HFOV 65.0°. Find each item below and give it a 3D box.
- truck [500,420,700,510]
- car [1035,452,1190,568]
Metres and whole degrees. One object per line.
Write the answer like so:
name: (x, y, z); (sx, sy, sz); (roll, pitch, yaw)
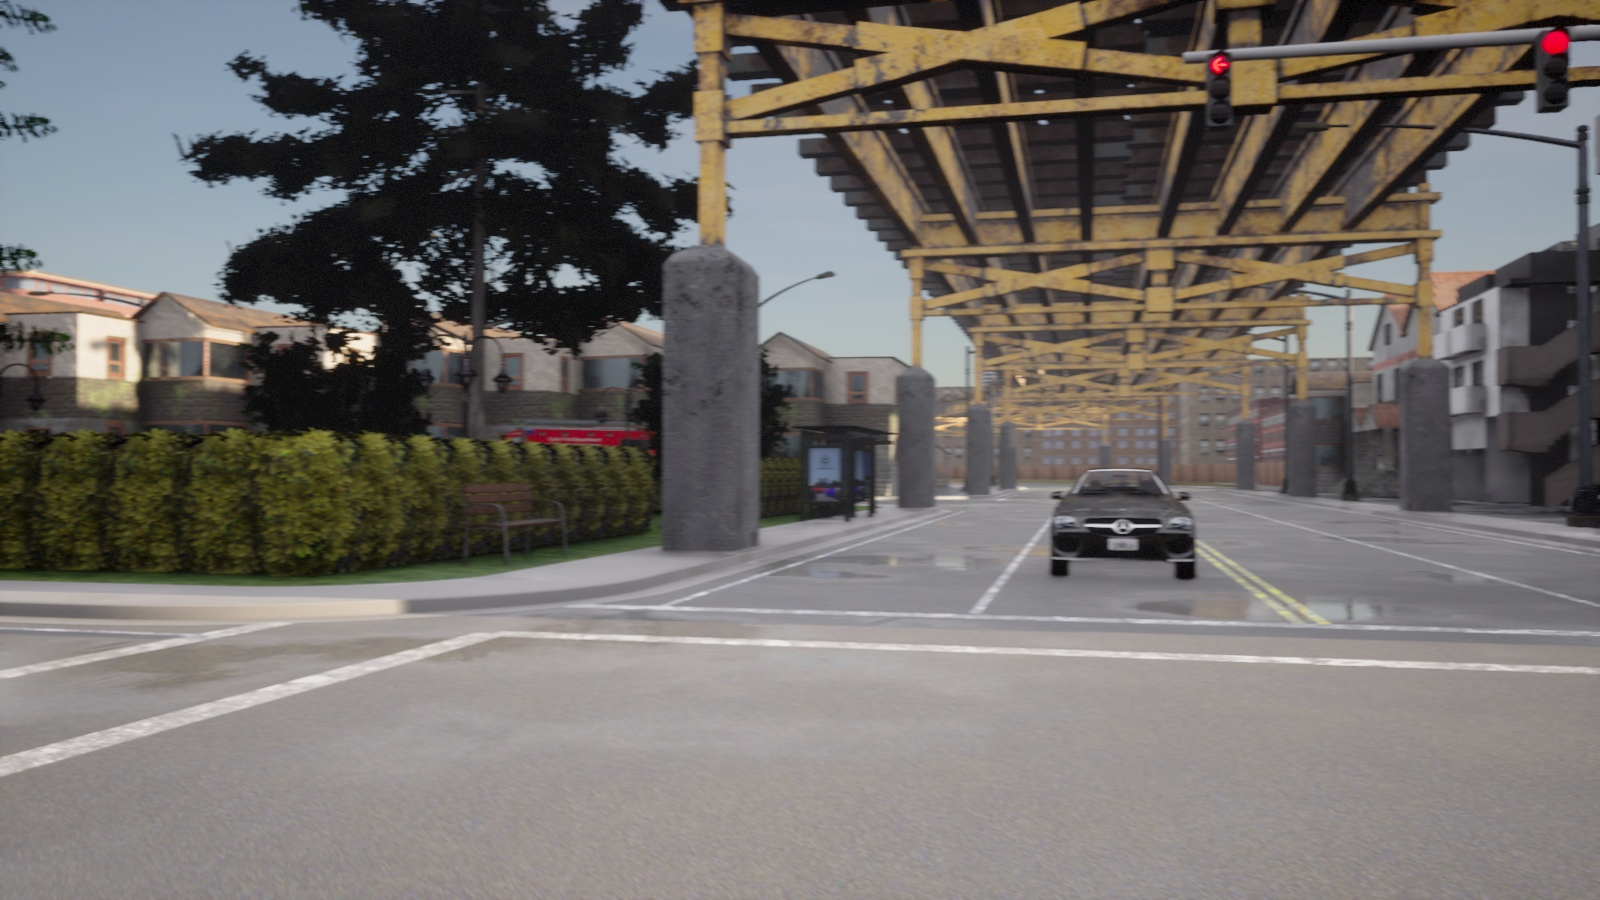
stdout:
truck: (-8.964, 0.673, 56.759); (8.468, 3.827, 2.891); (0, -1, -33)
car: (5.060, 0.910, 20.634); (2.152, 1.651, 5.027); (-1, -1, 13)
